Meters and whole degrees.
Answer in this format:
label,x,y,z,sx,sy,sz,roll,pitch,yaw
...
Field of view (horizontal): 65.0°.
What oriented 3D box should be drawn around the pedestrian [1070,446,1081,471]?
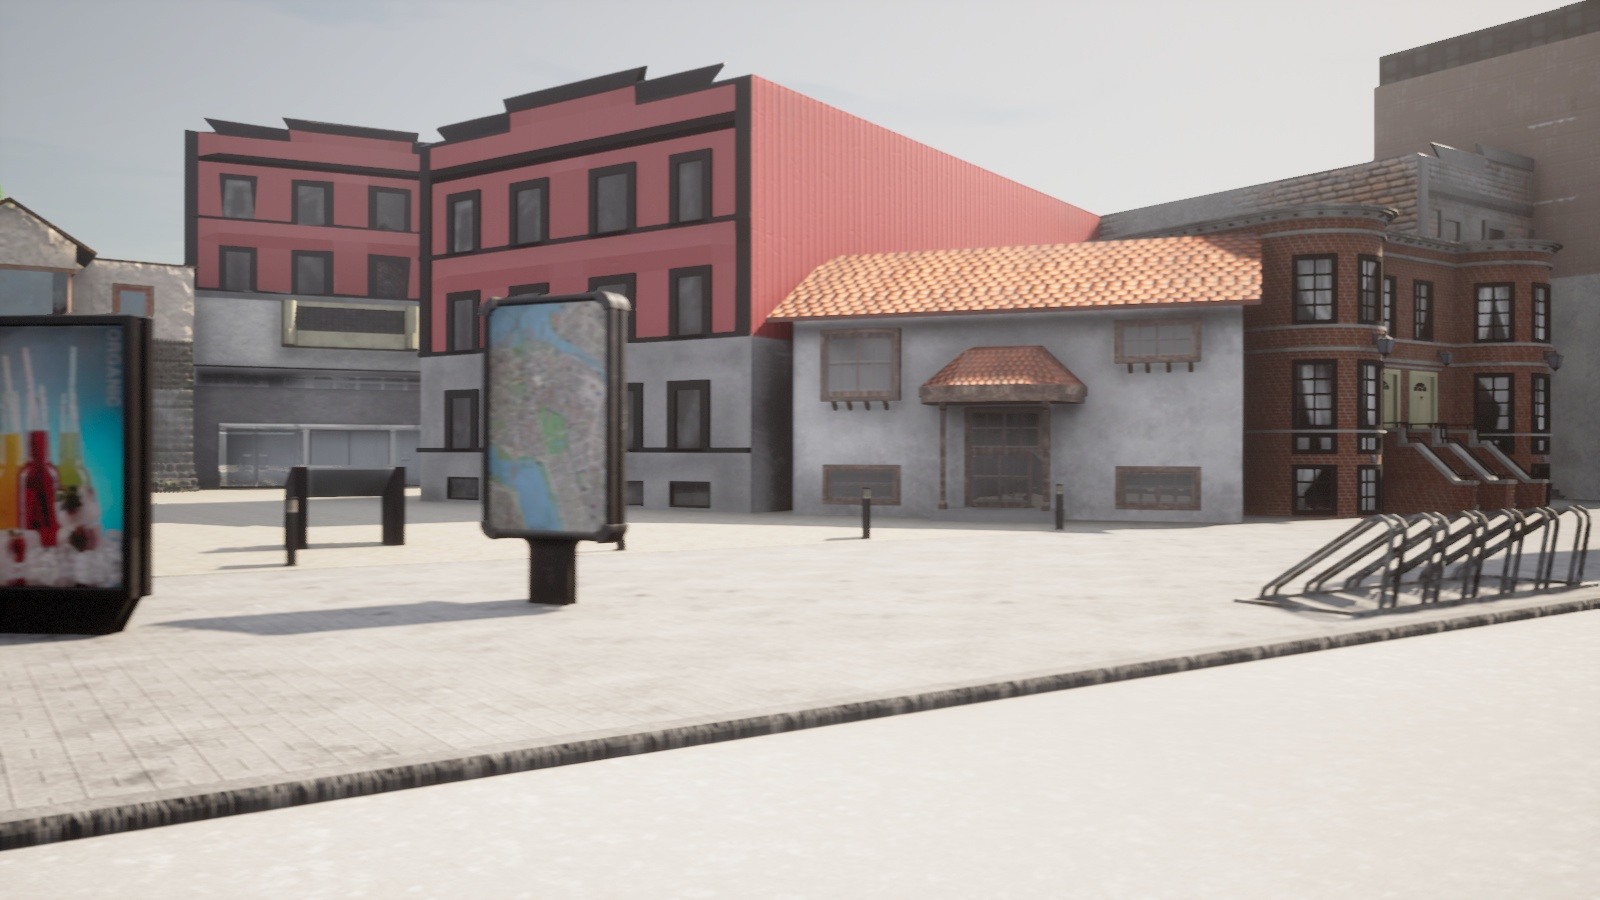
label,x,y,z,sx,sy,sz,roll,pitch,yaw
pedestrian,20.988,0.639,95.601,0.431,1.840,0.703,0,0,-36
